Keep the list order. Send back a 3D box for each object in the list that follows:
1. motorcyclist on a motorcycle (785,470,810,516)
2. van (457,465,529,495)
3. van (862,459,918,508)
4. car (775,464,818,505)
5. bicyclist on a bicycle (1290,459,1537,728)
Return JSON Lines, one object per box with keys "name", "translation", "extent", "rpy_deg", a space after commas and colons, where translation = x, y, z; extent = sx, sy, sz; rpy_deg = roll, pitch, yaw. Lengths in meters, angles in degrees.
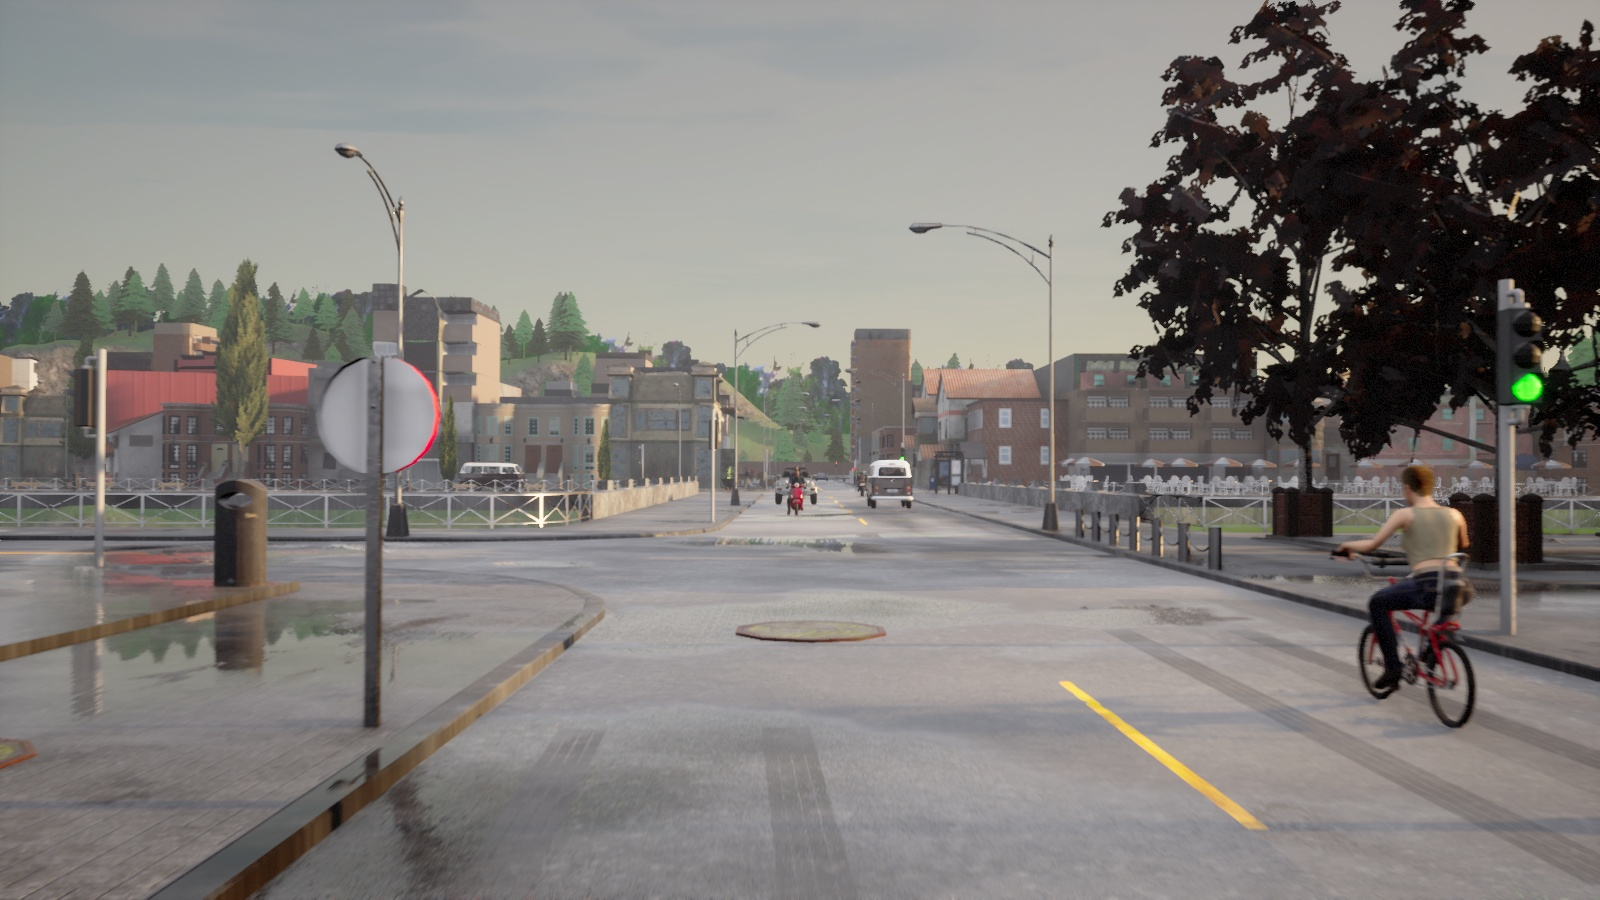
{"name": "motorcyclist on a motorcycle", "translation": [-0.096, 1.522, 45.030], "extent": [0.866, 1.590, 1.817], "rpy_deg": [0, -1, 1]}
{"name": "van", "translation": [-21.188, 2.076, 86.787], "extent": [4.480, 2.038, 2.069], "rpy_deg": [0, -1, 0]}
{"name": "van", "translation": [3.851, 1.436, 54.531], "extent": [2.069, 2.038, 4.480], "rpy_deg": [0, -1, 0]}
{"name": "car", "translation": [-0.161, 1.631, 59.667], "extent": [1.932, 1.855, 4.605], "rpy_deg": [0, -1, 0]}
{"name": "bicyclist on a bicycle", "translation": [3.978, 0.874, 8.299], "extent": [0.866, 1.612, 1.509], "rpy_deg": [0, -1, 0]}
